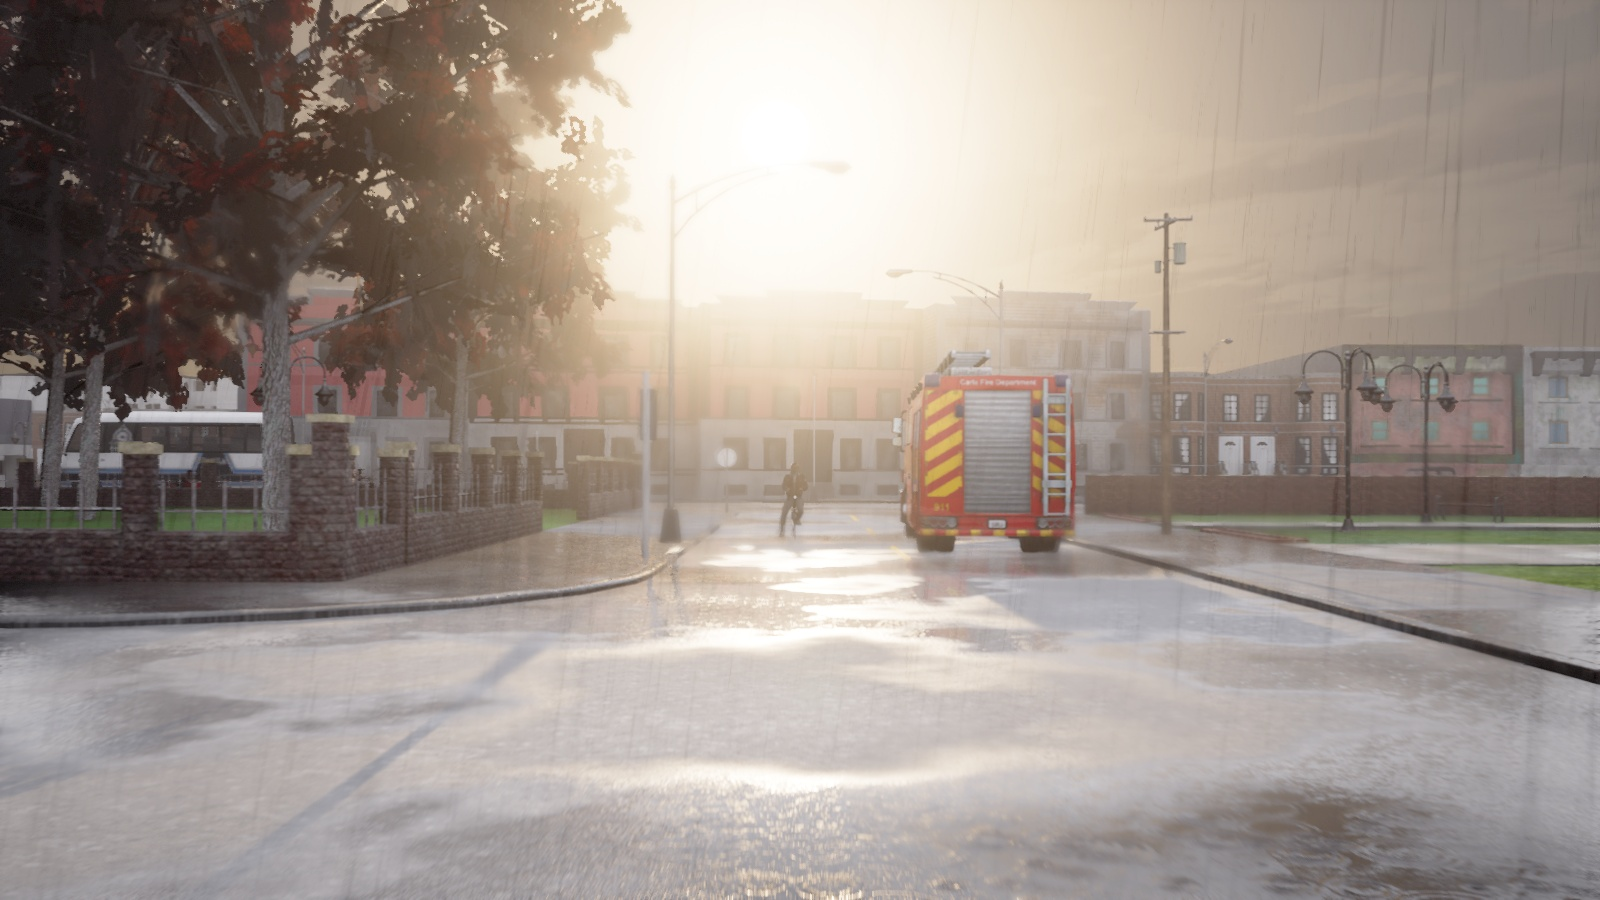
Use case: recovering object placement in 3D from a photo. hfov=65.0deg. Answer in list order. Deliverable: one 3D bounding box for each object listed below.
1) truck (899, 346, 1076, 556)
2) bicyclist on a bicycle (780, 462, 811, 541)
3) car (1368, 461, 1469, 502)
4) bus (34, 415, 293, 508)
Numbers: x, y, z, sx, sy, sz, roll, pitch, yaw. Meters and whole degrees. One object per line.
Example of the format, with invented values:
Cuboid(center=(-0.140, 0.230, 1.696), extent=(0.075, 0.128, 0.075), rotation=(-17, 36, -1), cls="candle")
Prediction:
Cuboid(center=(3.772, 0.091, 27.275), extent=(2.891, 3.827, 8.468), rotation=(0, -1, 2), cls="truck")
Cuboid(center=(-0.112, 1.172, 29.044), extent=(0.659, 1.776, 1.843), rotation=(0, -1, -1), cls="bicyclist on a bicycle")
Cuboid(center=(29.315, 1.491, 59.604), extent=(3.866, 1.878, 1.905), rotation=(0, -1, 0), cls="car")
Cuboid(center=(-29.921, 0.553, 59.449), extent=(10.273, 4.253, 3.944), rotation=(0, -1, 0), cls="bus")
